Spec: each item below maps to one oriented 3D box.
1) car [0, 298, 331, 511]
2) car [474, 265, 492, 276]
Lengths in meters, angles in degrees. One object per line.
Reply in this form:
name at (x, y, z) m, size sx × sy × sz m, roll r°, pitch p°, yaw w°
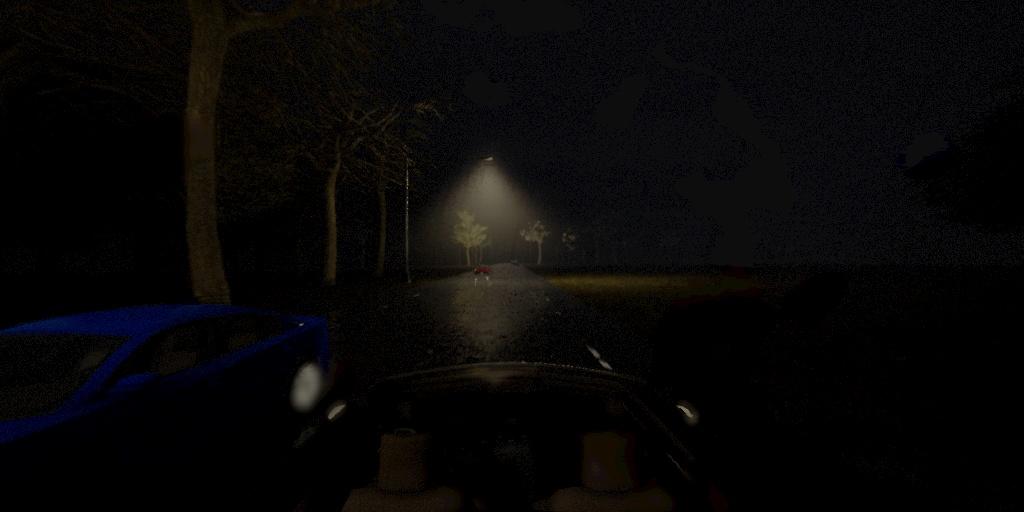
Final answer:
car at (-3.598, 1.241, 3.221) m, size 1.882 × 1.535 × 5.008 m, roll 0°, pitch -1°, yaw 0°
car at (-3.584, 1.734, 44.466) m, size 1.895 × 1.301 × 4.718 m, roll 0°, pitch -1°, yaw 0°
